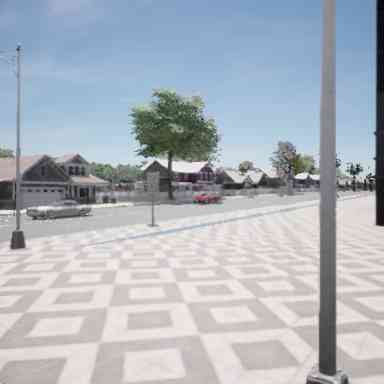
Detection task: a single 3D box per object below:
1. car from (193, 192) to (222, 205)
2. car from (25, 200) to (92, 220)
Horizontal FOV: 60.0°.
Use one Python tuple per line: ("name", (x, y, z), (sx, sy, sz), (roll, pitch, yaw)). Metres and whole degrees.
("car", (2.048, 0.808, 42.624), (1.882, 1.535, 5.008), (0, 1, 35))
("car", (-10.095, 1.325, 25.408), (1.895, 1.301, 4.718), (0, 1, 35))
